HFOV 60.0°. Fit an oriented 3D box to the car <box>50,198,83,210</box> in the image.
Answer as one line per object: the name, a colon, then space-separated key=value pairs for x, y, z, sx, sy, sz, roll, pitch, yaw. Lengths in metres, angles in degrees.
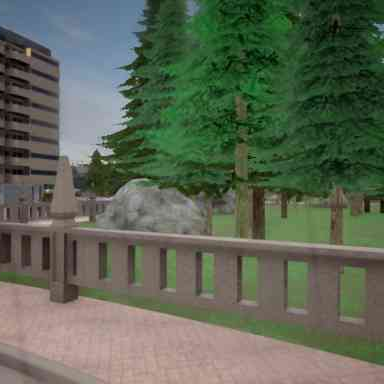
car: x=-14.039 y=1.618 z=39.190 sx=1.994 sy=1.385 sz=4.181 roll=0 pitch=0 yaw=26

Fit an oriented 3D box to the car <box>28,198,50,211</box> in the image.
car: x=-17.482 y=1.558 z=40.102 sx=1.837 sy=1.490 sz=4.892 roll=0 pitch=0 yaw=26
